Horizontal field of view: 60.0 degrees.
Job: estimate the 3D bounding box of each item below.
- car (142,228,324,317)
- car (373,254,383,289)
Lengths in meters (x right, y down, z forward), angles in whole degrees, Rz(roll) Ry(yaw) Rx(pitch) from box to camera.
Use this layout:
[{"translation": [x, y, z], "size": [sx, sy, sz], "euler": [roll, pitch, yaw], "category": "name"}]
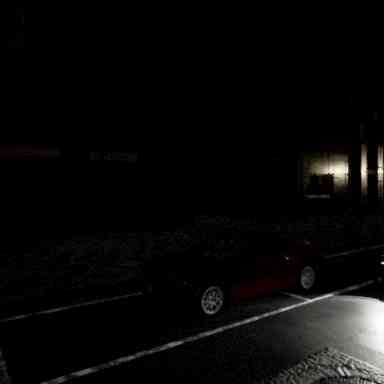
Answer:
[{"translation": [1.073, 1.541, 7.415], "size": [4.507, 1.381, 1.887], "euler": [0, 0, -35], "category": "car"}, {"translation": [6.028, 1.557, 7.674], "size": [4.181, 1.385, 1.994], "euler": [0, 0, -35], "category": "car"}]
